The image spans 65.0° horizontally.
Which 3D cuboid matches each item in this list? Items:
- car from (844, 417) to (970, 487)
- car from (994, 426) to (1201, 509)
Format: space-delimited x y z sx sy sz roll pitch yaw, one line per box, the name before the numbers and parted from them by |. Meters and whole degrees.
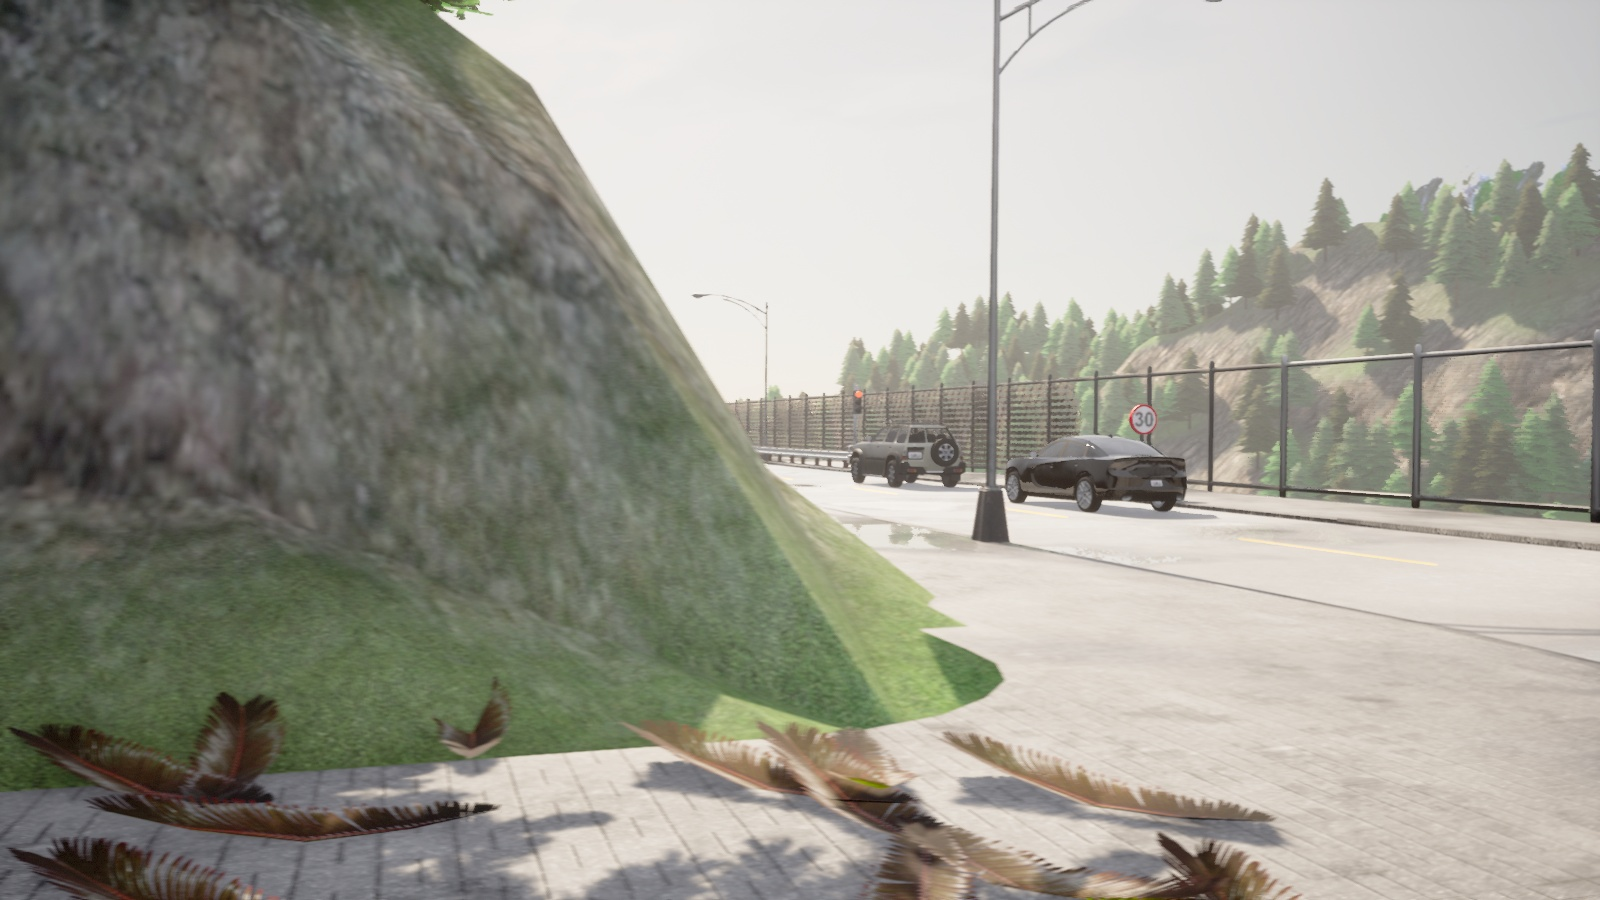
car | 2.940 0.022 35.733 1.932 1.855 4.605 -1 1 -18
car | 6.036 0.298 26.203 1.882 1.535 5.008 -1 1 -18
